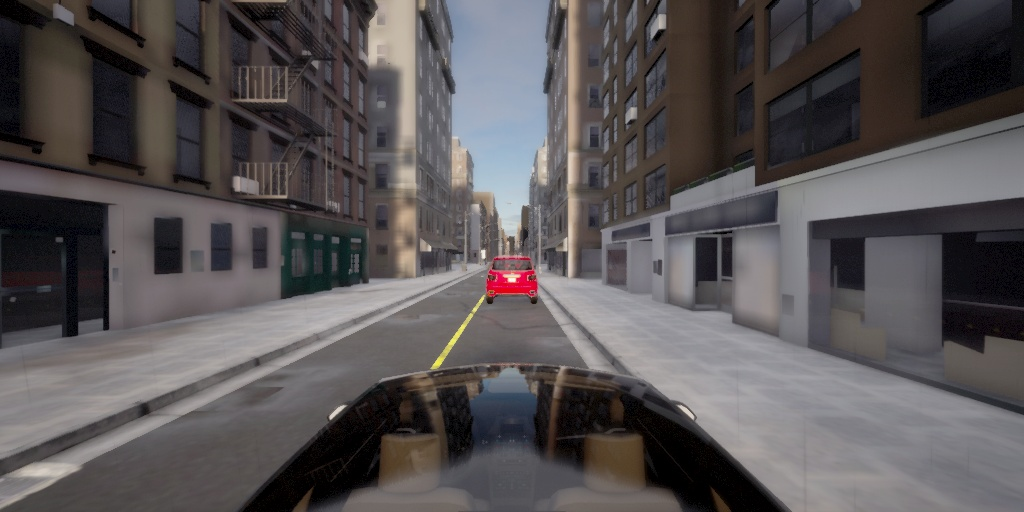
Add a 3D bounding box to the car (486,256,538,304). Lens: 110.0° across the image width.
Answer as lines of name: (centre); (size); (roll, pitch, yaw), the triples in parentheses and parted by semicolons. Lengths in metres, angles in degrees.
car: (0.000, 1.008, 16.531); (2.150, 2.045, 5.566); (0, 0, 0)
